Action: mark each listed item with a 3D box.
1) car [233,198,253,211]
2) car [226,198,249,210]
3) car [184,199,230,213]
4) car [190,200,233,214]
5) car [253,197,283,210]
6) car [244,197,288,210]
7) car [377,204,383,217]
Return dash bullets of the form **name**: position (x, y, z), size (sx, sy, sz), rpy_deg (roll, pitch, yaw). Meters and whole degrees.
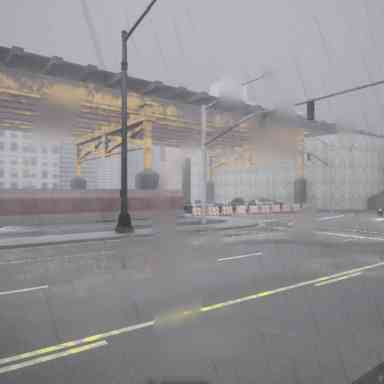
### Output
- **car**: position (5.269, 1.453, 37.920), size (2.038, 1.542, 4.974), rpy_deg (0, 0, 18)
- **car**: position (5.285, 1.295, 37.970), size (1.853, 1.218, 4.536), rpy_deg (0, 0, 18)
- **car**: position (1.471, 1.295, 35.245), size (4.536, 1.218, 1.853), rpy_deg (0, 0, 8)
- **car**: position (1.522, 1.453, 35.238), size (4.974, 1.542, 2.038), rpy_deg (0, 0, 8)
- **car**: position (9.131, 1.295, 41.670), size (4.536, 1.218, 1.853), rpy_deg (0, 0, -7)
- **car**: position (9.183, 1.453, 41.677), size (4.974, 1.542, 2.038), rpy_deg (0, 0, -7)
- **car**: position (18.431, 1.525, 29.938), size (4.674, 1.442, 1.812), rpy_deg (0, 0, -42)
